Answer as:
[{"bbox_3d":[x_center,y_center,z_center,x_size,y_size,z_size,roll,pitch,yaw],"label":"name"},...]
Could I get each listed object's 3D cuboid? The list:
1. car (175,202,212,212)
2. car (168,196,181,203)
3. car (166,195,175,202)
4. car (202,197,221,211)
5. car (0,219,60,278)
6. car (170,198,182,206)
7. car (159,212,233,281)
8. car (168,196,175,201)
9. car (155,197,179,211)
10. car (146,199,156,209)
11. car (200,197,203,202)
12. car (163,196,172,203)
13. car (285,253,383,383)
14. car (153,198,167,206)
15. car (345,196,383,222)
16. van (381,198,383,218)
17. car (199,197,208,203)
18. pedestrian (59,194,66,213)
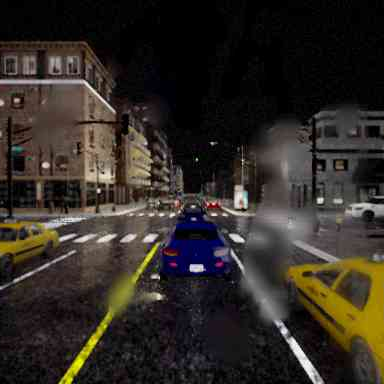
[{"bbox_3d":[0.106,1.641,22.785,1.994,1.385,4.181,0,0,0],"label":"car"},{"bbox_3d":[-3.069,1.497,51.313,2.097,1.767,4.553,0,0,0],"label":"car"},{"bbox_3d":[-5.684,1.727,88.448,1.967,1.590,4.097,-1,0,0],"label":"car"},{"bbox_3d":[2.691,1.556,42.886,1.967,1.590,4.097,0,0,0],"label":"car"},{"bbox_3d":[-5.694,1.550,10.250,1.752,1.417,4.829,0,0,0],"label":"car"},{"bbox_3d":[-2.990,1.744,61.311,1.994,1.385,4.181,0,0,0],"label":"car"},{"bbox_3d":[0.102,1.549,9.783,1.812,1.442,4.674,0,0,0],"label":"car"},{"bbox_3d":[-5.682,1.836,93.974,1.752,1.417,4.829,-1,0,0],"label":"car"},{"bbox_3d":[-3.090,1.675,41.513,1.994,1.385,4.181,0,0,0],"label":"car"},{"bbox_3d":[-5.688,1.686,48.572,2.008,1.369,4.403,0,0,0],"label":"car"},{"bbox_3d":[2.694,1.737,54.280,1.802,1.307,4.206,0,0,0],"label":"car"},{"bbox_3d":[-5.684,1.764,76.885,1.752,1.417,4.829,0,0,0],"label":"car"},{"bbox_3d":[2.686,1.537,4.888,1.752,1.417,4.829,0,0,0],"label":"car"},{"bbox_3d":[-5.686,1.726,59.966,2.008,1.369,4.403,0,0,0],"label":"car"},{"bbox_3d":[15.489,1.314,26.974,5.566,2.045,2.150,0,0,0],"label":"car"},{"bbox_3d":[14.662,1.459,21.179,3.998,1.788,1.690,0,0,0],"label":"van"},{"bbox_3d":[2.697,1.790,77.067,2.008,1.369,4.403,-1,0,0],"label":"car"},{"bbox_3d":[-12.625,1.151,32.303,0.375,1.860,0.375,0,0,0],"label":"pedestrian"}]
